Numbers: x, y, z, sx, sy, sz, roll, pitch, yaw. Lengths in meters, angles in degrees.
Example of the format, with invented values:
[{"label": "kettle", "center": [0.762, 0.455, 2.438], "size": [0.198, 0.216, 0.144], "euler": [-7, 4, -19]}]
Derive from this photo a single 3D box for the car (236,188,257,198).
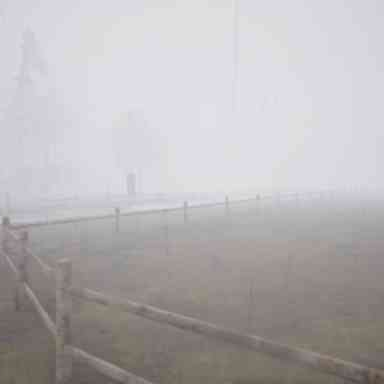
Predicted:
[{"label": "car", "center": [8.816, 0.059, 53.583], "size": [1.882, 1.535, 5.008], "euler": [-1, 1, 35]}]
